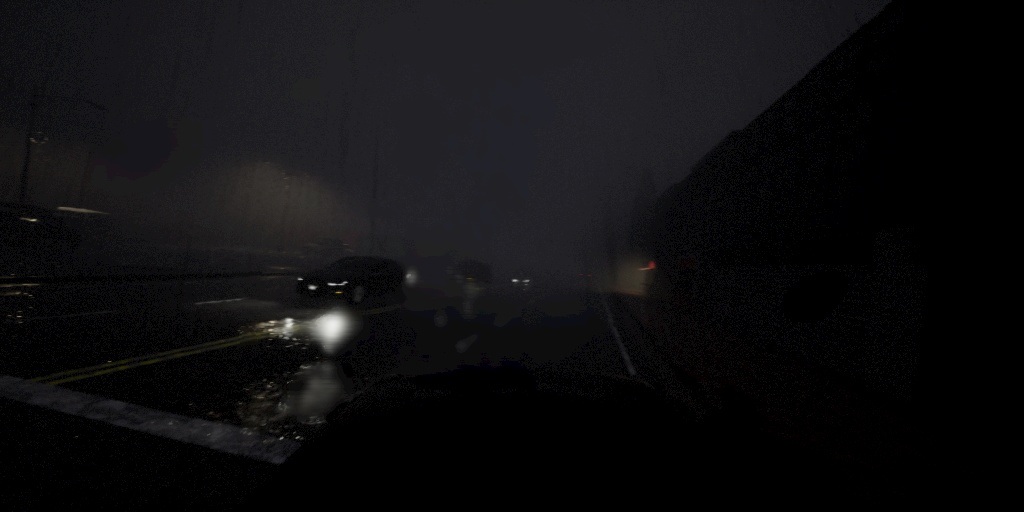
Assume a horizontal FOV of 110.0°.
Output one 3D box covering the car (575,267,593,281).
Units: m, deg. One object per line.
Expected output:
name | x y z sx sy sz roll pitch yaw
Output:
car | 11.170 2.901 54.642 2.033 1.411 5.357 6 0 13

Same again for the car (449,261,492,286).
car | -2.704 1.121 24.699 1.837 1.490 4.892 6 1 13

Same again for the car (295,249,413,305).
car | -5.308 0.754 12.847 1.837 1.490 4.892 6 0 12

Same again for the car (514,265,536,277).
car | 1.615 1.833 43.755 1.895 1.301 4.718 6 0 13
